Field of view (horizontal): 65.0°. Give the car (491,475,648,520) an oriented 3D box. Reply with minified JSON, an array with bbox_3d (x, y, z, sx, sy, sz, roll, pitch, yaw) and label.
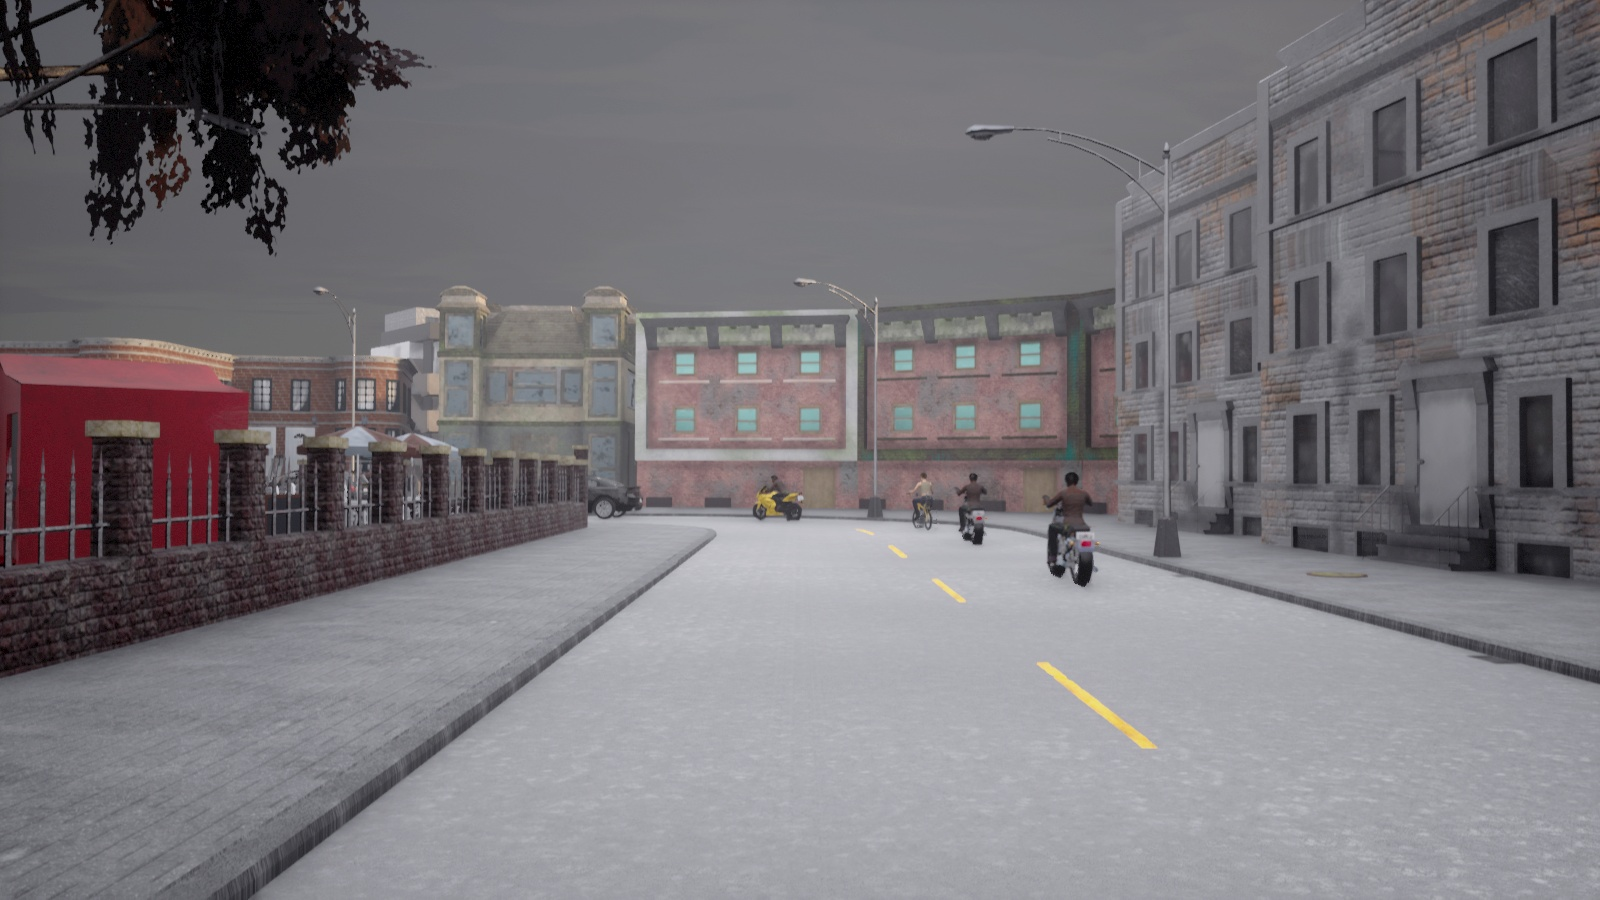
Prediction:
[{"bbox_3d":[-7.928,1.628,43.472,5.008,1.535,1.882,0,-1,6],"label":"car"}]

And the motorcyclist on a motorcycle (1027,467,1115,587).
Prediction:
[{"bbox_3d":[3.955,1.093,18.519,0.766,1.649,2.350,0,-1,0],"label":"motorcyclist on a motorcycle"}]

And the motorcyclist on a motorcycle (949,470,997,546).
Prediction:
[{"bbox_3d":[3.930,1.279,28.661,0.766,1.649,2.350,0,-1,0],"label":"motorcyclist on a motorcycle"}]

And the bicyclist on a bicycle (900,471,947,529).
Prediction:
[{"bbox_3d":[3.472,1.396,35.506,0.866,1.612,1.509,0,-1,-14],"label":"bicyclist on a bicycle"}]

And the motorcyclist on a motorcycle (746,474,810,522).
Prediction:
[{"bbox_3d":[-0.737,1.567,41.397,2.044,1.523,0.797,-1,-1,36],"label":"motorcyclist on a motorcycle"}]

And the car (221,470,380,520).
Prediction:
[{"bbox_3d":[-17.227,1.532,43.500,4.611,1.667,2.242,0,-1,0],"label":"car"}]
